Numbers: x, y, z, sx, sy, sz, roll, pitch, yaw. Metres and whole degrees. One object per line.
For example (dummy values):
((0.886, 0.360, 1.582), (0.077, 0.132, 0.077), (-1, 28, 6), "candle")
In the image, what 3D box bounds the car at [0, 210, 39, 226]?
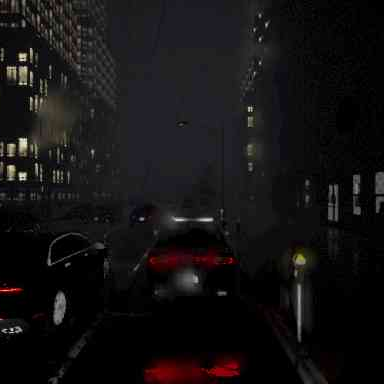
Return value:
((-8.833, 1.563, 15.800), (1.947, 1.339, 4.313), (0, 0, 0), "car")

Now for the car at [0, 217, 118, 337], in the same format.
((-3.047, 1.504, 6.764), (1.837, 1.490, 4.892), (0, 0, 0), "car")

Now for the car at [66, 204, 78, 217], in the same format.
((-8.832, 1.575, 27.183), (1.802, 1.307, 4.206), (0, 0, 0), "car")

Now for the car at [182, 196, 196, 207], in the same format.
((-0.452, 1.548, 44.248), (1.947, 1.339, 4.313), (0, 0, 0), "car")

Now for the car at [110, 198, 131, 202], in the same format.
((-8.833, 1.537, 38.569), (2.008, 1.369, 4.403), (0, 0, 0), "car")

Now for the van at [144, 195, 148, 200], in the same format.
((-8.832, 1.315, 55.646), (1.690, 1.788, 3.998), (0, 0, 0), "van")

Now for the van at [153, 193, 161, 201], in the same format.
((-8.831, 1.286, 84.106), (1.690, 1.788, 3.998), (0, 0, 0), "van")

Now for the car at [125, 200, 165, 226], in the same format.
((-3.146, 1.520, 23.243), (1.812, 1.442, 4.674), (0, 0, 0), "car")

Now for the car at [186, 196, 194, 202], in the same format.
((-0.452, 1.533, 78.399), (1.802, 1.307, 4.206), (0, 0, 0), "car")

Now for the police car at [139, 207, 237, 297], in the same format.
((-0.012, 1.424, 8.759), (1.930, 1.638, 5.238), (0, 0, 0), "police car")

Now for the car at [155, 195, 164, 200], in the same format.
((-8.832, 1.504, 89.799), (1.947, 1.339, 4.313), (0, 0, 0), "car")

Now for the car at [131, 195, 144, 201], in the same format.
((-8.833, 1.523, 49.953), (1.887, 1.381, 4.507), (0, 0, 0), "car")

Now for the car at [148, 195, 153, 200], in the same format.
((-8.832, 1.551, 61.338), (1.802, 1.307, 4.206), (0, 0, 0), "car")

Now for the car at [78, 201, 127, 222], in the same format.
((-6.245, 1.558, 23.654), (1.994, 1.385, 4.181), (0, 0, 0), "car")

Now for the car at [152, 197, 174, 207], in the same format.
((-3.046, 1.587, 37.470), (1.895, 1.301, 4.718), (0, 0, 0), "car")

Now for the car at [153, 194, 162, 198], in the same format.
((-8.832, 1.391, 78.413), (1.967, 1.590, 4.097), (0, 0, 0), "car")
